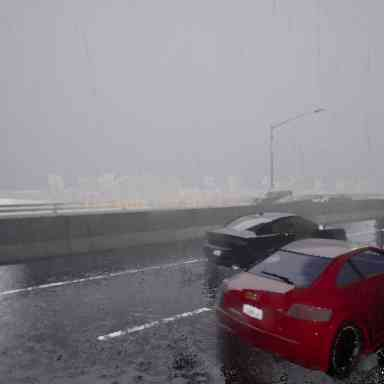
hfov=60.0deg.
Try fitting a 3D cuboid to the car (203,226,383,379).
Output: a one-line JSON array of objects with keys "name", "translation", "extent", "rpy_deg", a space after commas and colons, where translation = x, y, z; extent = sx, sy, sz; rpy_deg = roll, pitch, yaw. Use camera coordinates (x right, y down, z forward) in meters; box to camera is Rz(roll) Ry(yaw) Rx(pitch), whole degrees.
[{"name": "car", "translation": [2.411, 1.490, 5.477], "extent": [4.181, 1.385, 1.994], "rpy_deg": [-1, 1, -36]}]

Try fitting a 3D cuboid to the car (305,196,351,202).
[{"name": "car", "translation": [12.793, 1.109, 30.197], "extent": [4.892, 1.490, 1.837], "rpy_deg": [-1, 1, -35]}]

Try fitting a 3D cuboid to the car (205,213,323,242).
[{"name": "car", "translation": [2.643, 1.362, 9.950], "extent": [5.008, 1.535, 1.882], "rpy_deg": [-1, 1, -36]}]

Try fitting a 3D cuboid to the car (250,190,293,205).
[{"name": "car", "translation": [8.790, 0.824, 35.944], "extent": [5.566, 2.045, 2.150], "rpy_deg": [-1, 1, -35]}]

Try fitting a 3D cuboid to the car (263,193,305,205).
[{"name": "car", "translation": [9.694, 1.114, 32.303], "extent": [4.902, 1.511, 2.128], "rpy_deg": [-1, 1, -35]}]
